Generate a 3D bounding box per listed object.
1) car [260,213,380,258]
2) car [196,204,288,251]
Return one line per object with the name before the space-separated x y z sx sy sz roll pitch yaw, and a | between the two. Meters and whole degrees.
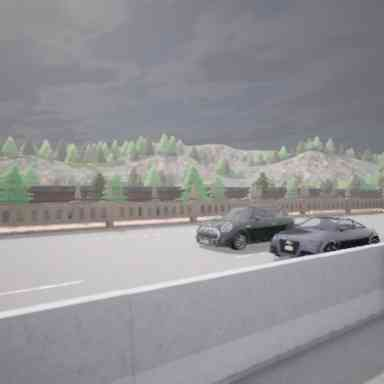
car | 4.665 1.564 11.543 4.181 1.385 1.994 0 0 -35
car | 2.390 1.352 14.222 4.553 1.767 2.097 0 0 -35
